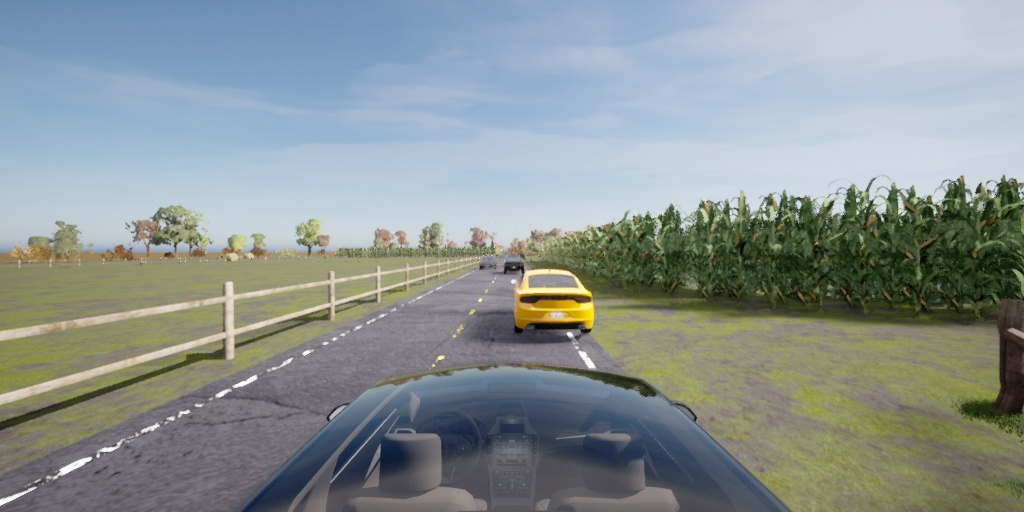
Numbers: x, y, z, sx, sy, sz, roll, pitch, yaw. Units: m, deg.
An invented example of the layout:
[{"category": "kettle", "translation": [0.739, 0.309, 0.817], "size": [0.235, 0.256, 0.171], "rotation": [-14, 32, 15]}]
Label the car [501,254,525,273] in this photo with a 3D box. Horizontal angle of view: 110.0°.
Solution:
[{"category": "car", "translation": [0.210, 0.825, 34.935], "size": [1.882, 1.535, 5.008], "rotation": [0, 1, 1]}]

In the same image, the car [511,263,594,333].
[{"category": "car", "translation": [1.000, 1.122, 10.358], "size": [1.882, 1.535, 5.008], "rotation": [0, 1, 0]}]

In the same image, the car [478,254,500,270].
[{"category": "car", "translation": [-2.661, 0.783, 40.749], "size": [1.837, 1.490, 4.892], "rotation": [0, 1, 0]}]
